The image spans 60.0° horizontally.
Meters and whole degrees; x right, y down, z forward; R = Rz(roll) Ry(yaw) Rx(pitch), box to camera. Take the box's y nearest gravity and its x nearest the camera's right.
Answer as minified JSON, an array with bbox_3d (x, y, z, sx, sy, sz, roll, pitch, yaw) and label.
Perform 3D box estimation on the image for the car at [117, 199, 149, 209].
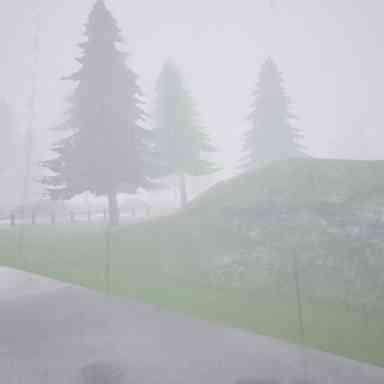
[{"bbox_3d":[-6.948,1.467,37.928,4.181,1.385,1.994,0,0,-39],"label":"car"}]

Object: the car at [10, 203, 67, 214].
[{"bbox_3d":[-14.214,1.386,31.038,2.128,1.511,4.902,0,0,44],"label":"car"}]
